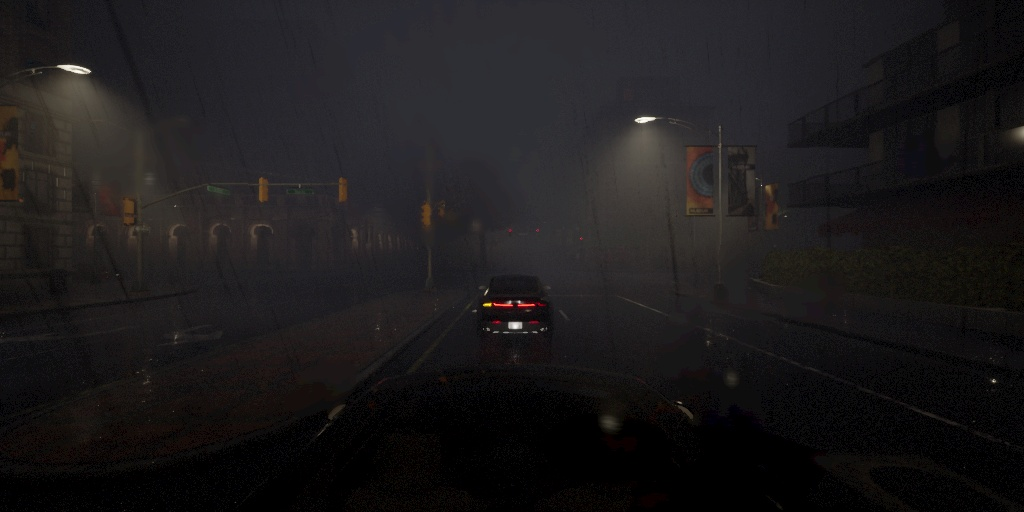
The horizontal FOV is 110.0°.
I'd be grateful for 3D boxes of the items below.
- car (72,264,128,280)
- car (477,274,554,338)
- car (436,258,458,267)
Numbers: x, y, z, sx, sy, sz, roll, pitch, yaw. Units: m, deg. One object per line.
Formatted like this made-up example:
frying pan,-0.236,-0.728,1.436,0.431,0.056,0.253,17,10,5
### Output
car,-33.475,1.314,28.596,4.181,1.385,1.994,0,0,0
car,0.081,1.255,10.180,1.837,1.490,4.892,0,0,0
car,-11.495,1.101,63.546,2.097,1.767,4.553,0,0,0
